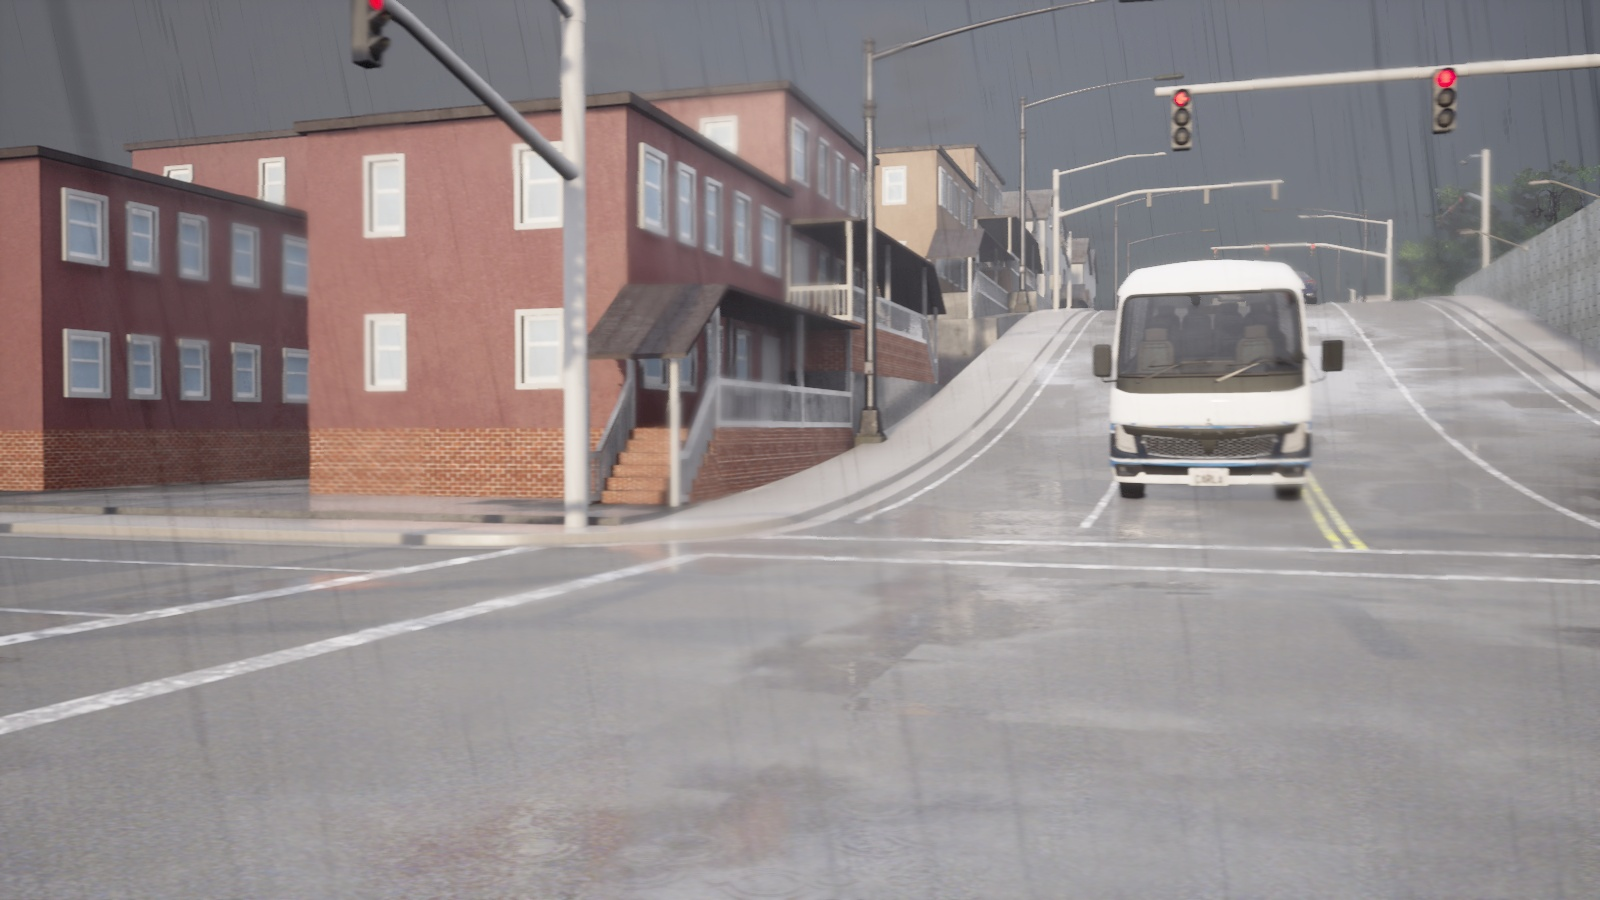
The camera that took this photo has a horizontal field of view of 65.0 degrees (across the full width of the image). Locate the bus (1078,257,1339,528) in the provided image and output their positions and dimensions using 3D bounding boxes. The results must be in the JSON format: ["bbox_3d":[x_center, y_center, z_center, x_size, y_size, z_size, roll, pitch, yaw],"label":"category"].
[{"bbox_3d":[8.123,-1.535,25.071,3.944,4.253,10.273,1,7,18],"label":"bus"}]

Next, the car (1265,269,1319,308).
[{"bbox_3d":[23.711,-7.762,60.651,2.152,1.651,5.027,1,6,18],"label":"car"}]
